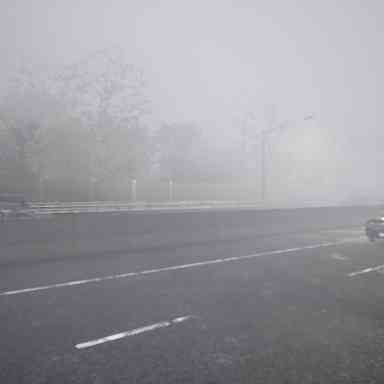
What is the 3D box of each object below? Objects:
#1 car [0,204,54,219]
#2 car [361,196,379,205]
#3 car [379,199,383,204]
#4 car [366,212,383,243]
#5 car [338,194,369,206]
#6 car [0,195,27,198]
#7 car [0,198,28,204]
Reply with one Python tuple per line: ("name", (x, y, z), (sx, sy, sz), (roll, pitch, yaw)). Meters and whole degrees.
("car", (-8.749, 1.496, 14.948), (4.902, 1.511, 2.128), (0, 0, -36))
("car", (24.132, 1.642, 42.660), (4.892, 1.490, 1.837), (1, -1, -35))
("car", (24.442, 1.350, 38.598), (5.566, 2.045, 2.150), (0, 0, -35))
("car", (9.755, 1.542, 14.997), (4.902, 1.511, 2.128), (0, 0, -35))
("car", (22.516, 1.360, 45.794), (5.566, 2.045, 2.150), (0, 0, -35))
("car", (-12.978, 1.225, 20.530), (5.566, 2.045, 2.150), (0, 0, -35))
("car", (-11.129, 1.355, 17.549), (4.553, 1.767, 2.097), (0, 0, -35))
